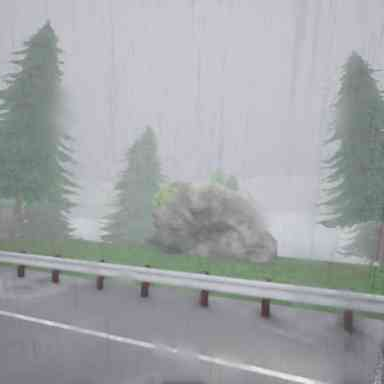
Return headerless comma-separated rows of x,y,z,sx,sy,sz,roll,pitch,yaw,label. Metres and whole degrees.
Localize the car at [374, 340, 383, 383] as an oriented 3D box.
4.098,1.700,2.405,4.892,1.490,1.837,0,-2,25,car
